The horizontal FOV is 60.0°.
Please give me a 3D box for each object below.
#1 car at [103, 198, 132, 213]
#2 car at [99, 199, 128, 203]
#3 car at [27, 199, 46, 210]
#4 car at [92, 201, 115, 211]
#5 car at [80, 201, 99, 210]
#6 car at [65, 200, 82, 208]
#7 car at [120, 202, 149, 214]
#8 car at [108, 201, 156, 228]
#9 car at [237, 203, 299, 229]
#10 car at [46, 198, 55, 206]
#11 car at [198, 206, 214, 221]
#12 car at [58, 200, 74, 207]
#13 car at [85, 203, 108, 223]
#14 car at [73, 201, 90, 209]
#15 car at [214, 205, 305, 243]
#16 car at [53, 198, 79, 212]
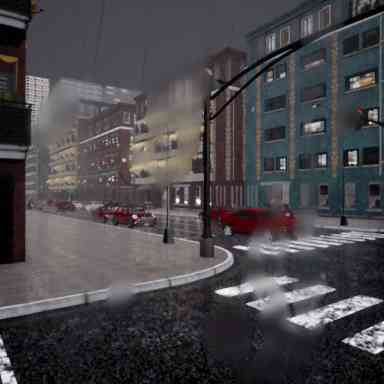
[{"bbox_3d":[-10.518,1.854,46.901,2.192,1.841,5.009,-1,0,-35],"label":"car"},{"bbox_3d":[-7.077,1.712,32.571,2.097,1.767,4.553,0,-1,-35],"label":"car"},{"bbox_3d":[-26.507,2.170,55.998,1.967,1.590,4.097,-1,0,-35],"label":"car"},{"bbox_3d":[-13.697,2.158,51.445,2.008,1.369,4.403,-1,0,-35],"label":"car"},{"bbox_3d":[-13.919,2.089,47.374,1.812,1.442,4.674,0,-1,-35],"label":"car"},{"bbox_3d":[-23.245,2.376,65.080,1.947,1.339,4.313,-1,0,-35],"label":"car"},{"bbox_3d":[-7.332,2.036,42.355,1.947,1.339,4.313,-1,0,-35],"label":"car"},{"bbox_3d":[-4.228,1.693,24.182,1.967,1.590,4.097,-1,0,-35],"label":"car"},{"bbox_3d":[5.404,1.638,24.180,1.967,1.590,4.097,-1,0,-35],"label":"car"},{"bbox_3d":[-32.797,2.326,78.716,2.192,1.841,5.009,-1,0,-35],"label":"car"},{"bbox_3d":[2.220,1.848,28.722,1.802,1.307,4.206,-1,0,-35],"label":"car"},{"bbox_3d":[-26.428,2.428,69.625,2.008,1.369,4.403,-1,0,-35],"label":"car"},{"bbox_3d":[-7.409,1.903,28.727,1.802,1.307,4.206,-1,0,-35],"label":"car"},{"bbox_3d":[-20.062,2.324,60.535,1.802,1.307,4.206,-1,0,-35],"label":"car"},{"bbox_3d":[3.482,1.609,17.144,1.882,1.535,5.008,0,-1,-31],"label":"car"},{"bbox_3d":[-18.804,2.095,49.481,1.882,1.535,5.008,0,-1,-35],"label":"car"}]
